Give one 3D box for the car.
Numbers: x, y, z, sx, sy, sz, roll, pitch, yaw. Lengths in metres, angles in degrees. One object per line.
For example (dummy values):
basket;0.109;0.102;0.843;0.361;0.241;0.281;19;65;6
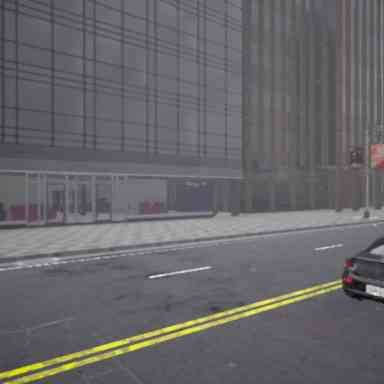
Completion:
car;5.037;1.526;7.066;4.674;1.442;1.812;0;0;-35
